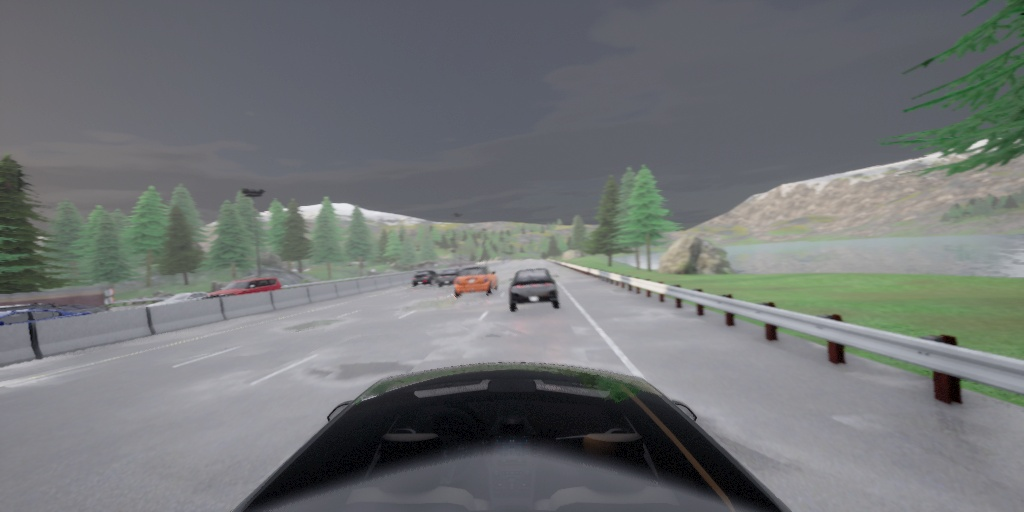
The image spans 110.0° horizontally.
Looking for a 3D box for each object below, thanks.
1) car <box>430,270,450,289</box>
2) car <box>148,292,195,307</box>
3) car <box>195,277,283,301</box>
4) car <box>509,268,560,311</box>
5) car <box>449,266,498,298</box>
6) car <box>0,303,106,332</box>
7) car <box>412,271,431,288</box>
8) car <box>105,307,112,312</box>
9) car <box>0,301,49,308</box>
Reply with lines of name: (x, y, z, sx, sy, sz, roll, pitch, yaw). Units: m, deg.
car: (-5.019, 1.869, 30.892, 2.128, 1.511, 4.902, -5, 0, 4)
car: (-22.989, 3.313, 25.373, 1.812, 1.442, 4.674, -5, 0, 4)
car: (-19.441, 2.728, 26.332, 2.150, 2.045, 5.566, -5, 0, 4)
car: (0.904, 1.267, 14.858, 2.128, 1.511, 4.902, -5, 0, 4)
car: (-2.107, 1.425, 22.063, 2.097, 1.767, 4.553, -5, 0, 4)
car: (-20.240, 2.957, 14.303, 1.882, 1.535, 5.008, -5, -1, 4)
car: (-8.232, 2.175, 35.074, 1.837, 1.490, 4.892, -5, 0, 4)
car: (-26.790, 3.628, 21.390, 1.994, 1.385, 4.181, -5, 0, 4)
car: (-23.591, 3.117, 16.370, 2.097, 1.767, 4.553, -5, 0, 4)
